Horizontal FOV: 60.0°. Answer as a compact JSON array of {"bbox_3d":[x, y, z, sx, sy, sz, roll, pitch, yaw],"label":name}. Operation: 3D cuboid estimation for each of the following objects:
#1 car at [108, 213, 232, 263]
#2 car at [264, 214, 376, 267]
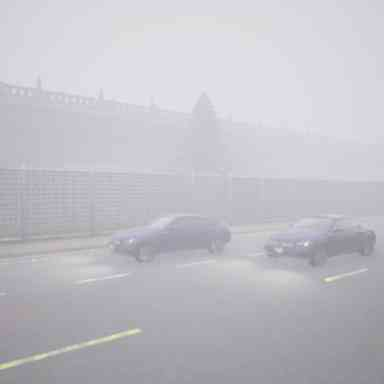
[{"bbox_3d":[-0.647,1.521,12.046,4.674,1.442,1.812,0,0,-34],"label":"car"},{"bbox_3d":[4.558,1.518,11.514,4.674,1.442,1.812,0,0,-35],"label":"car"}]
